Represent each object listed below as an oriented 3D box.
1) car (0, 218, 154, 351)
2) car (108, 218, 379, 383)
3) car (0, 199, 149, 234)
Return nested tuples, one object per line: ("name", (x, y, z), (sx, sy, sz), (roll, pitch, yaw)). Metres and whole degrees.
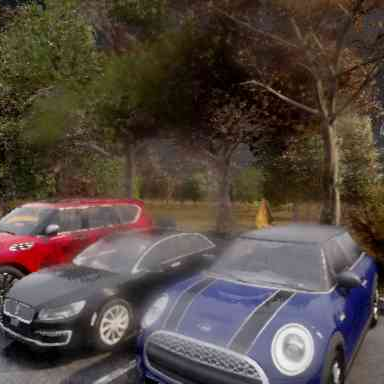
("car", (-0.969, 1.482, 6.461), (2.231, 1.521, 4.892), (0, 0, 36))
("car", (1.313, 1.355, 4.863), (2.185, 1.767, 4.553), (0, 0, 36))
("car", (-3.255, 1.228, 8.050), (2.435, 2.045, 5.566), (0, 0, 35))
